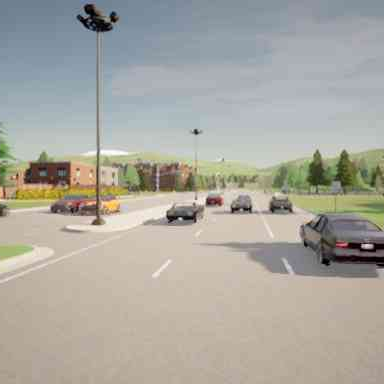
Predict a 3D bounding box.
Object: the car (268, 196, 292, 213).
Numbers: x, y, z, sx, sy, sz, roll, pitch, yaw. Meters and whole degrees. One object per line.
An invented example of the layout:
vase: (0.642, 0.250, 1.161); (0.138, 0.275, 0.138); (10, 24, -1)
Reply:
car: (8.259, 1.089, 31.313); (2.128, 1.511, 4.902); (0, 1, 10)

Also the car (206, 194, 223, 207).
car: (2.787, 0.953, 40.997); (1.882, 1.535, 5.008); (0, 1, 10)

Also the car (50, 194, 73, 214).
car: (-10.874, 0.968, 30.302); (2.097, 1.767, 4.553); (0, 1, 10)

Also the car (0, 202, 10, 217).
car: (-15.428, 1.257, 24.346); (1.994, 1.385, 4.181); (0, 1, 10)

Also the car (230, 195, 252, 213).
car: (4.573, 1.209, 30.507); (1.895, 1.301, 4.718); (0, 1, 10)

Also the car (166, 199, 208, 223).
car: (-0.328, 1.314, 22.431); (1.895, 1.301, 4.718); (0, 1, 9)

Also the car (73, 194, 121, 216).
car: (-7.703, 0.995, 28.064); (2.097, 1.767, 4.553); (0, 1, 10)

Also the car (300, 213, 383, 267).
car: (4.879, 1.404, 10.982); (2.033, 1.411, 5.357); (0, 1, 9)
